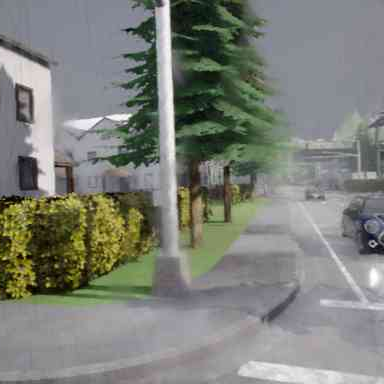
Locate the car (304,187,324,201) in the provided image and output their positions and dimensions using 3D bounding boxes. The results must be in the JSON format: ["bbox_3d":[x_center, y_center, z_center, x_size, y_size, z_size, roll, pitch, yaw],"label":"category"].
[{"bbox_3d":[13.583,0.180,37.120,2.128,1.511,4.902,-1,2,16],"label":"car"}]

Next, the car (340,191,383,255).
[{"bbox_3d":[6.264,0.888,10.848,2.097,1.767,4.553,-2,1,16],"label":"car"}]
